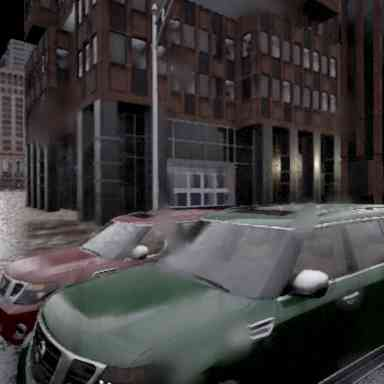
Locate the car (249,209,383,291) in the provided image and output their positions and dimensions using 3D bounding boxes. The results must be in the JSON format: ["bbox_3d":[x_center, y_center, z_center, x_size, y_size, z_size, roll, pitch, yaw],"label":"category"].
[{"bbox_3d":[3.789,1.387,9.356,4.097,1.590,1.967,0,0,-36],"label":"car"}]

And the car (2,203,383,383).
[{"bbox_3d":[1.006,1.203,4.097,5.566,2.045,2.150,0,0,-36],"label":"car"}]

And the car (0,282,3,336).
[{"bbox_3d":[-0.706,1.299,6.147,5.009,1.841,2.192,0,0,-36],"label":"car"}]
